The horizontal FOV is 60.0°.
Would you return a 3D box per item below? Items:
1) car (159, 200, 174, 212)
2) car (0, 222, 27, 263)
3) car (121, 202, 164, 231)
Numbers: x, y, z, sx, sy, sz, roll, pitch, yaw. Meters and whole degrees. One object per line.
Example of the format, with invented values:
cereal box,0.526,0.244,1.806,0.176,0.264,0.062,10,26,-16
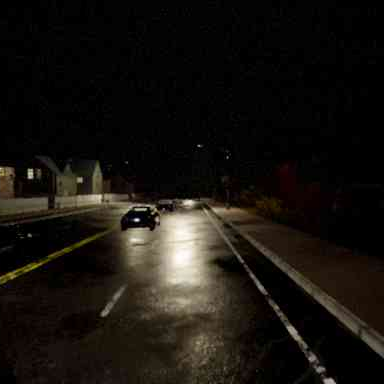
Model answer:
car,-3.131,1.611,39.232,1.895,1.301,4.718,0,0,0
car,-6.586,1.571,9.557,1.994,1.385,4.181,0,0,0
car,-3.139,1.578,20.937,1.994,1.385,4.181,0,0,0
